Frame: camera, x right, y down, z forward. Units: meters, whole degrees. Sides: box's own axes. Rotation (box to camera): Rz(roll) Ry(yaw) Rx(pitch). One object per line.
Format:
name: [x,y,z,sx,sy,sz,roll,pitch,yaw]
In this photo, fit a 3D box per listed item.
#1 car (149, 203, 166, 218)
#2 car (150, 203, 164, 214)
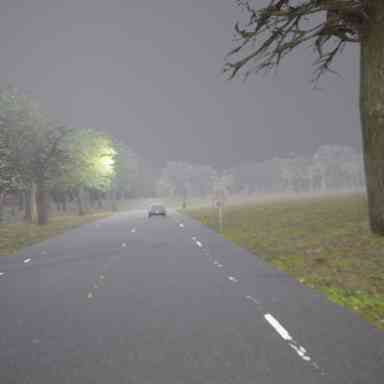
car: [-4.062,2.206,38.916,1.994,1.385,4.181,-3,-1,-6]
car: [-5.310,2.437,50.156,1.882,1.535,5.008,-3,-1,-6]
